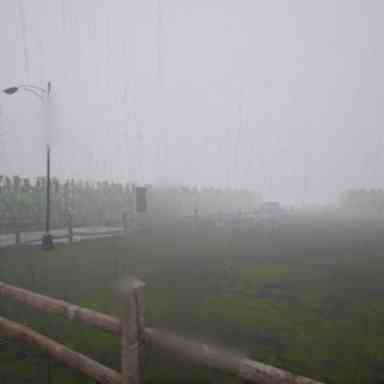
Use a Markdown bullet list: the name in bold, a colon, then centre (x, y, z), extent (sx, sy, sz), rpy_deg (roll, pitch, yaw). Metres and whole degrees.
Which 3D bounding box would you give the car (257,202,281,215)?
- **car**: centre (11.865, 2.514, 51.366), extent (2.150, 2.045, 5.566), rpy_deg (-1, -2, 36)
